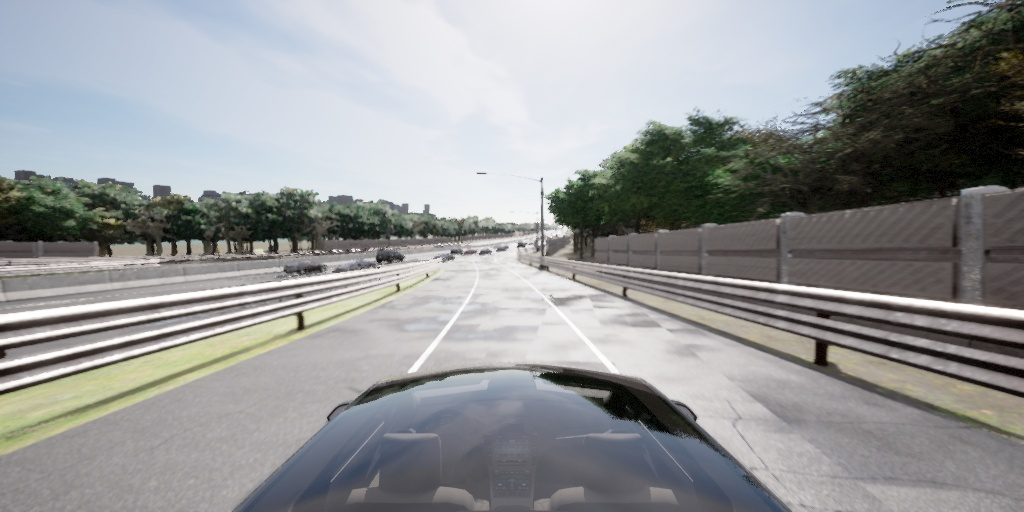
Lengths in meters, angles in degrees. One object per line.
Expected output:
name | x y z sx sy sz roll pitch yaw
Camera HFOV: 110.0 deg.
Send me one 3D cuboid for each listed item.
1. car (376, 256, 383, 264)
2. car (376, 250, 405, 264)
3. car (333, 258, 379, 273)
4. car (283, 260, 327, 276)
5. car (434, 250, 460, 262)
car | -17.857 1.072 42.805 1.994 1.385 4.181 0 3 12
car | -18.742 0.071 55.259 2.150 2.045 5.566 0 3 12
car | -15.777 1.362 35.842 1.812 1.442 4.674 0 3 12
car | -22.289 1.225 38.840 2.128 1.511 4.902 0 3 12
car | -10.888 0.186 58.461 2.033 1.411 5.357 0 3 12
